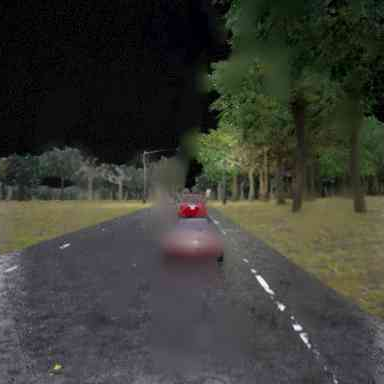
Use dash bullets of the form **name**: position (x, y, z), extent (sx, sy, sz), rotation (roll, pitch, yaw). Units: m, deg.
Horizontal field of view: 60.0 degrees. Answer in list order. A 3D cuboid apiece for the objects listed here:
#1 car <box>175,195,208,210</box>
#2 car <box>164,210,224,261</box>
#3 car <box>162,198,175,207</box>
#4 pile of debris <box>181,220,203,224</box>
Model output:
- **car**: position (0.066, 1.217, 26.563), extent (2.150, 2.045, 5.566), rotation (0, 0, 0)
- **car**: position (0.069, 1.556, 12.221), extent (1.994, 1.385, 4.181), rotation (0, 0, 0)
- **car**: position (-3.556, 1.601, 52.509), extent (1.994, 1.385, 4.181), rotation (0, 0, 0)
- **pile of debris**: position (0.005, 2.168, 24.034), extent (1.500, 0.140, 1.860), rotation (0, 0, 0)
